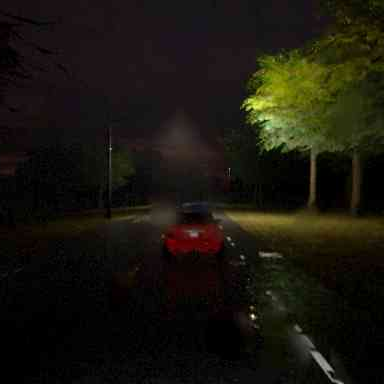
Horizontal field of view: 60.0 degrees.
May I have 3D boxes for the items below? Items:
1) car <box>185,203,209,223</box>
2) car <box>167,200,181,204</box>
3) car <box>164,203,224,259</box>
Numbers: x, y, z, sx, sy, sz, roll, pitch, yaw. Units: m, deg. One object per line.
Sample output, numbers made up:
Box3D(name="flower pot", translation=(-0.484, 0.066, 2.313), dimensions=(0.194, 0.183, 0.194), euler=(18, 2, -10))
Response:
Box3D(name="car", translation=(0.487, 1.758, 29.168), dimensions=(1.882, 1.535, 5.008), euler=(0, 0, 2))
Box3D(name="car", translation=(-2.419, 1.950, 46.850), dimensions=(1.837, 1.490, 4.892), euler=(0, 0, 3))
Box3D(name="car", translation=(0.113, 1.480, 13.364), dimensions=(2.097, 1.767, 4.553), euler=(0, -1, 1))
